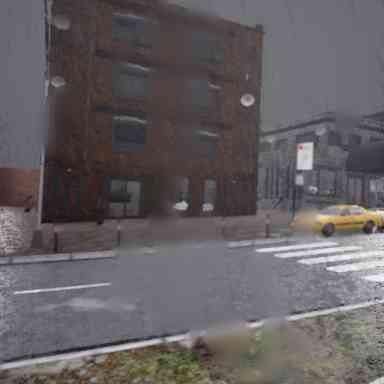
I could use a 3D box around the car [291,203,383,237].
[{"bbox_3d":[7.697,1.380,17.568,5.366,1.575,1.946,-1,0,-26],"label":"car"}]
